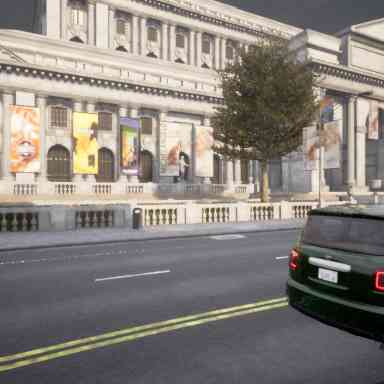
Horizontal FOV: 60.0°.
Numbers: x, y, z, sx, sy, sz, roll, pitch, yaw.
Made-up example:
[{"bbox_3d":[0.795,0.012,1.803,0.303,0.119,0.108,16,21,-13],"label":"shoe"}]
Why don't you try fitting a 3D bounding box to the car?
[{"bbox_3d":[4.175,1.222,5.829,5.566,2.045,2.150,0,0,-29],"label":"car"}]
